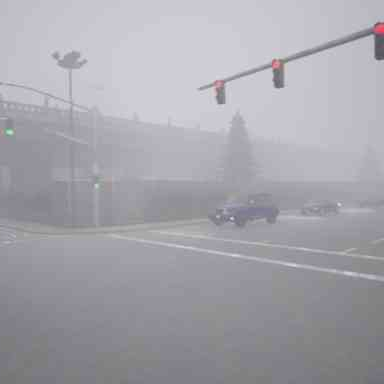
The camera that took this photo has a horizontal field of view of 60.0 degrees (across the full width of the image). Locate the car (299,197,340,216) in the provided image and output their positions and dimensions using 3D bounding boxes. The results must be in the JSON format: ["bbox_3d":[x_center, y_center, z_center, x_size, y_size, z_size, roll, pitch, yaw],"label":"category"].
[{"bbox_3d":[11.245,1.226,29.179,4.892,1.490,1.837,-1,0,-43],"label":"car"}]

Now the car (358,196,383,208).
[{"bbox_3d":[20.676,1.120,37.882,4.718,1.301,1.895,-1,0,-43],"label":"car"}]

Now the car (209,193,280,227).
[{"bbox_3d":[3.595,1.107,22.106,5.566,2.045,2.150,-1,0,-43],"label":"car"}]
